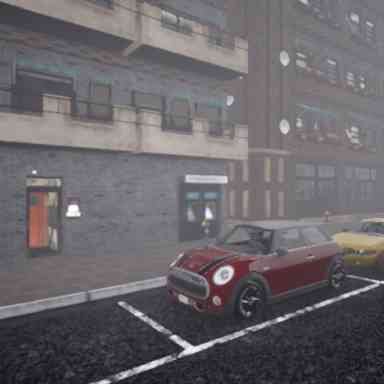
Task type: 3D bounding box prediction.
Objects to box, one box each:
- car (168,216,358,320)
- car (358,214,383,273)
[{"bbox_3d":[1.468,1.380,7.152,4.097,1.590,1.967,-1,1,-36],"label":"car"},{"bbox_3d":[5.837,1.402,10.291,4.829,1.417,1.752,-1,1,-36],"label":"car"}]
